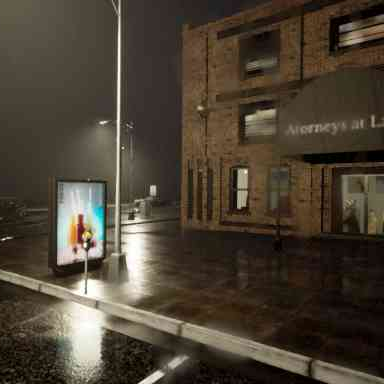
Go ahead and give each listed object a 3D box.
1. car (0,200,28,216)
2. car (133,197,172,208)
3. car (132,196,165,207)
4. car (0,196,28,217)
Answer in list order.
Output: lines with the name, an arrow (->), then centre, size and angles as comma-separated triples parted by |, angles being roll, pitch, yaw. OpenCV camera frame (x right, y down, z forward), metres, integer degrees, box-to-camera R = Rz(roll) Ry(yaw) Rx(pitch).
car -> -17.745, 1.429, 30.348 | 1.895, 1.301, 4.718 | 1, 1, 33
car -> -4.799, 1.311, 42.616 | 2.033, 1.411, 5.357 | 1, 1, 36
car -> -5.983, 1.310, 46.496 | 1.895, 1.301, 4.718 | 1, 1, 36
car -> -16.006, 1.232, 27.136 | 2.097, 1.767, 4.553 | 1, 1, 35
